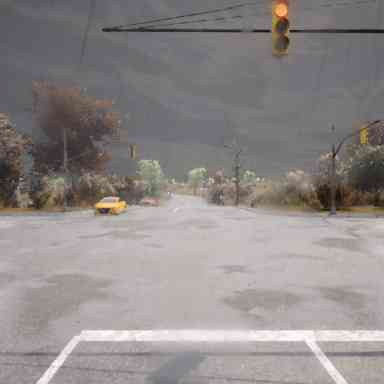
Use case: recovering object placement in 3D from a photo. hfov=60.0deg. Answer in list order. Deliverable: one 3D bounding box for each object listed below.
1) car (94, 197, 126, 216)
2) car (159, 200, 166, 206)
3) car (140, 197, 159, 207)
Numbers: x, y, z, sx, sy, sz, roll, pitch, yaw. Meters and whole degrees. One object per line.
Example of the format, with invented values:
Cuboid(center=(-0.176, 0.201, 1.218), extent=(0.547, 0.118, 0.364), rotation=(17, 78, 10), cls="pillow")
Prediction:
Cuboid(center=(-7.000, 1.190, 28.748), extent=(1.882, 1.535, 5.008), rotation=(0, 0, 0), cls="car")
Cuboid(center=(-6.999, 2.568, 77.274), extent=(1.882, 1.535, 5.008), rotation=(0, -2, 0), cls="car")
Cuboid(center=(-6.999, 1.509, 53.108), extent=(2.097, 1.767, 4.553), rotation=(0, -2, 0), cls="car")
